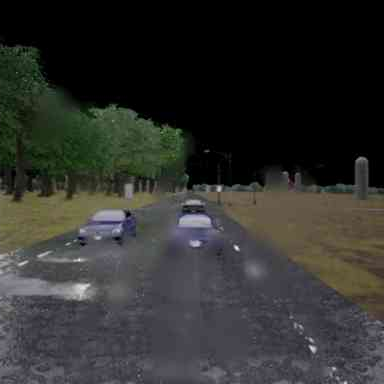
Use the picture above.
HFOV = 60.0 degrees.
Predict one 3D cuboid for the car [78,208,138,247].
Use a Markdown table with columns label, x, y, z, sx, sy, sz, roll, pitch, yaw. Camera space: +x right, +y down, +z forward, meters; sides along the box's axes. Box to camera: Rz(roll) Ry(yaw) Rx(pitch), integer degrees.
| label | x | y | z | sx | sy | sz | roll | pitch | yaw |
| --- | --- | --- | --- | --- | --- | --- | --- | --- | --- |
| car | -3.593 | 1.478 | 14.992 | 1.812 | 1.442 | 4.674 | 0 | 0 | 0 |

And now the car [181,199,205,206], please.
| label | x | y | z | sx | sy | sz | roll | pitch | yaw |
| --- | --- | --- | --- | --- | --- | --- | --- | --- | --- |
| car | 0.112 | 1.363 | 28.838 | 1.882 | 1.535 | 5.008 | 0 | 0 | 0 |

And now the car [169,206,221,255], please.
| label | x | y | z | sx | sy | sz | roll | pitch | yaw |
| --- | --- | --- | --- | --- | --- | --- | --- | --- | --- |
| car | 0.106 | 1.485 | 12.970 | 1.812 | 1.442 | 4.674 | 0 | 0 | 0 |
